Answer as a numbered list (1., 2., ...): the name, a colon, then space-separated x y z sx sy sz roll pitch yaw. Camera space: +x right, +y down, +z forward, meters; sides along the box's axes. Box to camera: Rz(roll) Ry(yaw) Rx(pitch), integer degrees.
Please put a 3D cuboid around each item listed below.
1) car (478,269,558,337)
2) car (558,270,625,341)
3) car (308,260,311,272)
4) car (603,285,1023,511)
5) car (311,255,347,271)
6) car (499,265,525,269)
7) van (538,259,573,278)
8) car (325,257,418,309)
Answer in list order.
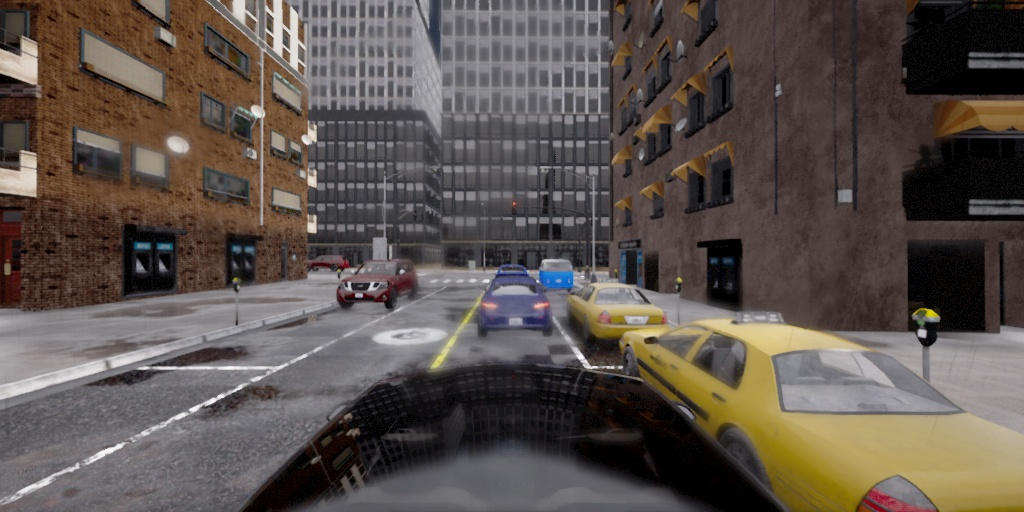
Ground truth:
1. car: 0.061 1.274 10.163 1.812 1.442 4.674 0 0 -1
2. car: 2.532 1.273 9.645 1.751 1.417 4.829 0 0 0
3. car: -21.007 1.070 32.442 4.207 1.307 1.802 0 0 -1
4. car: 2.565 1.275 4.005 1.751 1.417 4.829 0 0 0
5. car: -21.095 0.845 40.581 5.009 1.841 2.192 0 0 -1
6. car: 0.007 1.224 20.424 1.882 1.535 5.008 0 0 0
7. van: 2.468 1.087 20.755 1.690 1.789 3.998 0 0 0
8. car: -5.379 1.062 15.071 2.192 1.841 5.009 0 0 0
